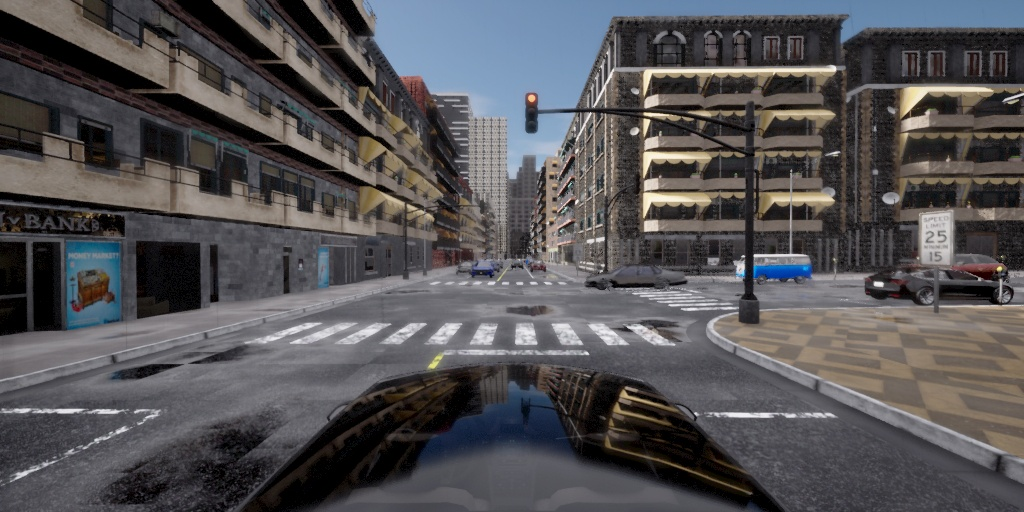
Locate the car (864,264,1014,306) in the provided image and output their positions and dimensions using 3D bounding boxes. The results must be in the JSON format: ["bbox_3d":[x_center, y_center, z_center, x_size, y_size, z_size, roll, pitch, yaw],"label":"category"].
[{"bbox_3d":[15.926,1.077,13.539,4.313,1.339,1.948,0,0,0],"label":"car"}]

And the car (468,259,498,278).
[{"bbox_3d":[-2.676,1.230,34.113,1.882,1.535,5.008,0,0,1],"label":"car"}]

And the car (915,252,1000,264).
[{"bbox_3d":[23.405,0.698,19.328,4.553,1.767,2.097,-1,0,0],"label":"car"}]

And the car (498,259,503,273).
[{"bbox_3d":[-2.532,1.321,44.070,1.994,1.385,4.181,0,0,2],"label":"car"}]

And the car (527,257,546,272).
[{"bbox_3d":[3.265,1.198,45.496,1.967,1.591,4.097,0,0,1],"label":"car"}]

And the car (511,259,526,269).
[{"bbox_3d":[0.846,1.367,58.308,1.895,1.301,4.718,0,0,1],"label":"car"}]

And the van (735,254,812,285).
[{"bbox_3d":[15.919,0.782,21.920,3.998,1.789,1.690,0,0,0],"label":"van"}]

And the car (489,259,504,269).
[{"bbox_3d":[-2.374,1.257,55.782,2.128,1.511,4.902,0,0,1],"label":"car"}]

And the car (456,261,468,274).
[{"bbox_3d":[-5.187,1.305,40.085,2.007,1.370,4.403,0,0,1],"label":"car"}]

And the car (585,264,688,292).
[{"bbox_3d":[6.822,1.194,20.100,5.357,1.411,2.033,-2,0,11],"label":"car"}]
